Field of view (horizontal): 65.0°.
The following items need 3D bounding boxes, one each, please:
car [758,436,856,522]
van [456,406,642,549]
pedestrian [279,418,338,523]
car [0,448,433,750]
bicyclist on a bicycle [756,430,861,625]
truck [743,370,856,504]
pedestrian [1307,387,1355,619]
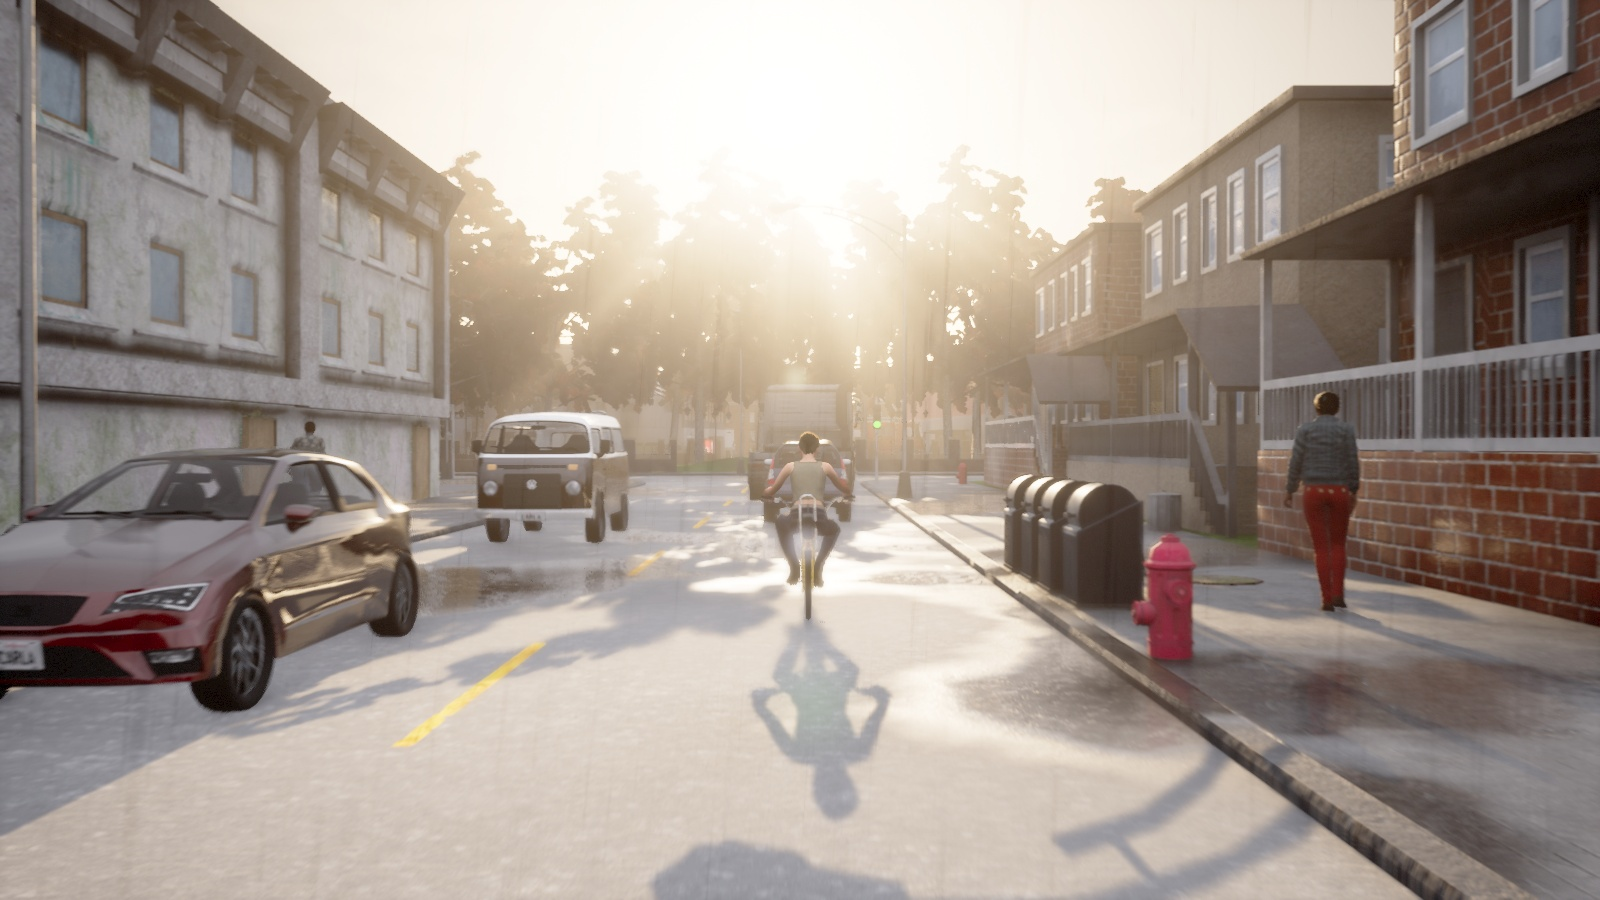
[{"bbox_3d":[0.155,0.546,25.705,1.851,1.617,3.988,0,0,0],"label":"car"},{"bbox_3d":[-3.873,0.389,20.190,2.069,2.038,4.480,0,0,0],"label":"van"},{"bbox_3d":[-8.894,0.361,22.761,0.874,1.855,0.900,0,0,-12],"label":"pedestrian"},{"bbox_3d":[-3.939,0.725,8.249,1.816,1.474,4.193,0,0,0],"label":"car"},{"bbox_3d":[0.074,0.640,11.147,0.866,1.612,1.509,0,0,0],"label":"bicyclist on a bicycle"},{"bbox_3d":[0.159,-0.374,36.700,2.891,3.462,7.936,0,0,3],"label":"truck"},{"bbox_3d":[4.376,0.420,10.339,0.353,1.847,0.614,0,0,23],"label":"pedestrian"}]
